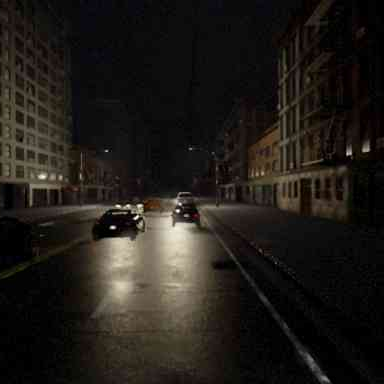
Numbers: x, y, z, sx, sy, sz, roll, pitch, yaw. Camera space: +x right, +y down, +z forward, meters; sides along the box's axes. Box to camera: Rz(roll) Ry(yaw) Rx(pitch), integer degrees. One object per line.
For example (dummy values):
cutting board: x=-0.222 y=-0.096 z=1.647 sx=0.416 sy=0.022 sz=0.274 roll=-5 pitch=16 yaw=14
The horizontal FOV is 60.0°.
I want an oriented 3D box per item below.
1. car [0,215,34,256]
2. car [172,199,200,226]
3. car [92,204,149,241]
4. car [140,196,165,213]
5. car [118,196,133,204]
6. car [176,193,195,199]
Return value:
car: x=-6.831 y=1.513 z=10.797 sx=1.812 sy=1.442 sz=4.674 roll=0 pitch=0 yaw=-1
car: x=-0.414 y=1.471 z=22.511 sx=2.033 sy=1.411 sz=5.357 roll=0 pitch=0 yaw=-1
car: x=-3.512 y=1.519 z=16.537 sx=1.994 sy=1.385 sz=4.181 roll=0 pitch=0 yaw=-1
car: x=-3.942 y=1.374 z=34.913 sx=1.882 sy=1.535 sz=5.008 roll=0 pitch=0 yaw=-1
car: x=-11.033 y=1.353 z=55.661 sx=1.882 sy=1.535 sz=5.008 roll=0 pitch=0 yaw=-1
car: x=-0.872 y=1.086 z=41.970 sx=2.150 sy=2.045 sz=5.566 roll=0 pitch=0 yaw=-1
